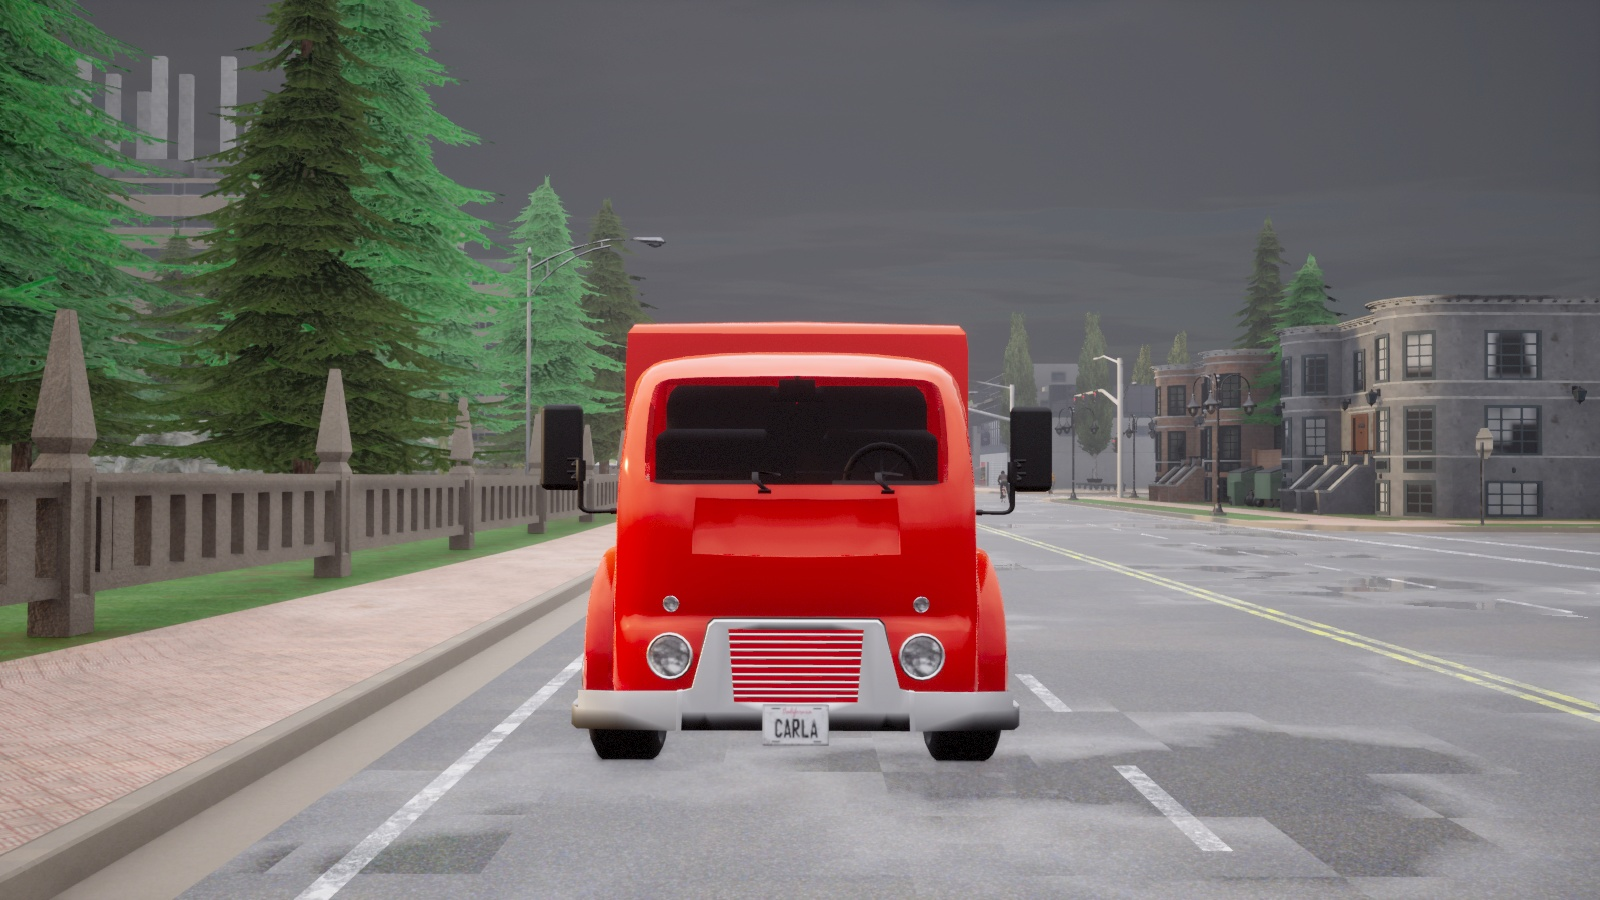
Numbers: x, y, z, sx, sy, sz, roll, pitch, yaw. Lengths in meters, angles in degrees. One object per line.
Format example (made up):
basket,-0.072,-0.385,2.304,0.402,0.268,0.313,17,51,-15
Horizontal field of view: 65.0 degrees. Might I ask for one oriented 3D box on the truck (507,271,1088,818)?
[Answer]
truck,-0.023,0.467,8.305,2.627,2.467,5.204,0,-1,0
